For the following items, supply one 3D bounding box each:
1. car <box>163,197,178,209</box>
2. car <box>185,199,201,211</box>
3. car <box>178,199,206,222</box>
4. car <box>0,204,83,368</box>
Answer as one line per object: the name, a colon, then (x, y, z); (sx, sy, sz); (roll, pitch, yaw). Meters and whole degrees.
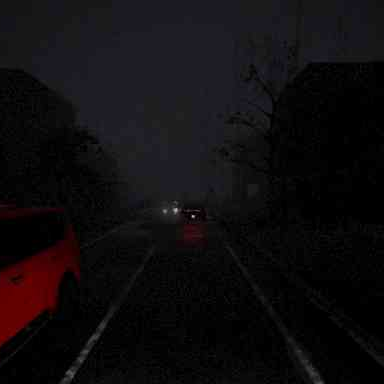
car: (-3.093, 1.514, 48.723); (2.097, 1.767, 4.553); (0, -1, 0)
car: (0.081, 1.642, 42.980); (1.994, 1.385, 4.181); (0, -1, 0)
car: (0.089, 1.517, 26.603); (1.837, 1.490, 4.892); (0, 0, 0)
car: (-3.102, 1.223, 4.026); (2.150, 2.045, 5.566); (0, 0, 0)
